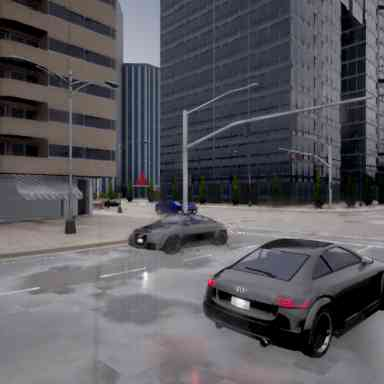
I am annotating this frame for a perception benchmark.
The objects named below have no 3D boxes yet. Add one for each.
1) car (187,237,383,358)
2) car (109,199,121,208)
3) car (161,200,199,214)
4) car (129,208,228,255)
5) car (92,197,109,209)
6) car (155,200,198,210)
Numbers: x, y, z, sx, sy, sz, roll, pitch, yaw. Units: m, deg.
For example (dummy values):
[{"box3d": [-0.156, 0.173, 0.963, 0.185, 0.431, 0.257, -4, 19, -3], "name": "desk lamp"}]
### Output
[{"box3d": [2.163, 1.564, 6.140, 4.181, 1.385, 1.994, 0, 0, -43], "name": "car"}, {"box3d": [-12.181, 1.656, 47.969, 4.718, 1.301, 1.895, 0, 0, 45], "name": "car"}, {"box3d": [-1.393, 1.619, 37.375, 4.181, 1.385, 1.994, 0, 0, 44], "name": "car"}, {"box3d": [-0.436, 1.564, 13.378, 4.181, 1.385, 1.994, 0, 0, -44], "name": "car"}, {"box3d": [-13.606, 1.408, 44.464, 4.553, 1.767, 2.097, 0, 0, 45], "name": "car"}, {"box3d": [-1.560, 1.533, 32.636, 5.008, 1.535, 1.882, 0, 0, 44], "name": "car"}]
